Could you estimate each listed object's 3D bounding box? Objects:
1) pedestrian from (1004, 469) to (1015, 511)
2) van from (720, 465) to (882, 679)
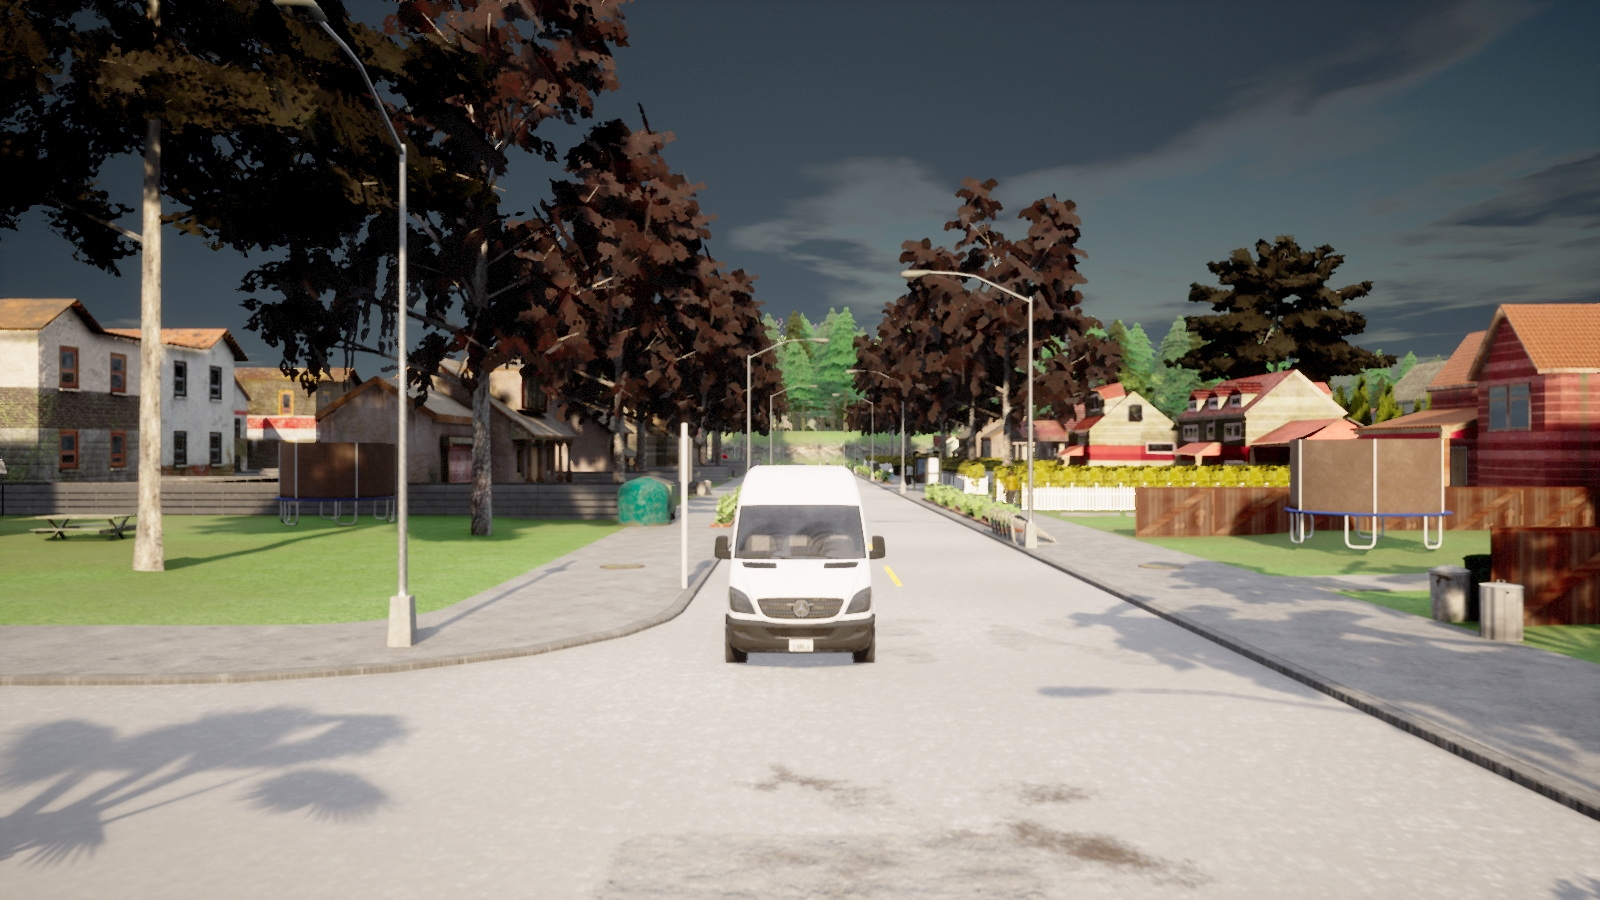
[{"bbox_3d":[9.185,1.744,50.064,0.375,1.860,0.375,0,0,-2],"label":"pedestrian"},{"bbox_3d":[0.000,1.535,16.975,1.988,2.561,5.915,0,0,0],"label":"van"}]
